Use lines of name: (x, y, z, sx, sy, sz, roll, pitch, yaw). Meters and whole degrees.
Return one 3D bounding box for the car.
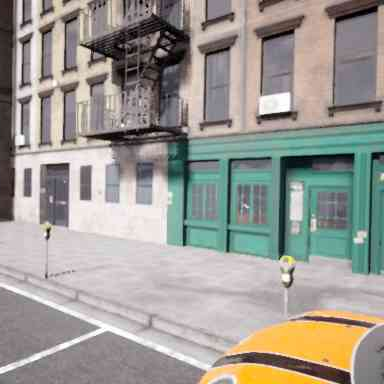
car: (2.097, 1.380, 1.673, 4.553, 1.767, 2.097, 2, 1, 37)
